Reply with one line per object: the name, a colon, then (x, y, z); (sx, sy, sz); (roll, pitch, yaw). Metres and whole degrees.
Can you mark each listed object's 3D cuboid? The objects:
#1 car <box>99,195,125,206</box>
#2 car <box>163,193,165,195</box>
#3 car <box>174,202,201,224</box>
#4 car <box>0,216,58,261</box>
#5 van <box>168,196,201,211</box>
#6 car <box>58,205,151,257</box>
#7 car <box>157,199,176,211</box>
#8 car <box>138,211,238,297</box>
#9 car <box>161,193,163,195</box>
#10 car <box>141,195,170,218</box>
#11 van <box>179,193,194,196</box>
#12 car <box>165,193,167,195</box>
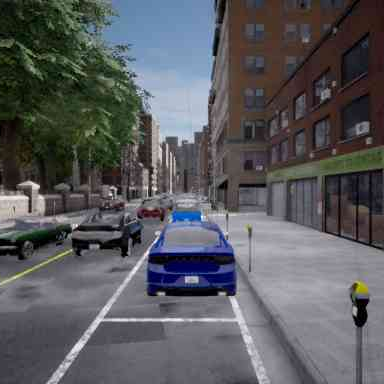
car: (-8.815, 1.291, 36.940); (2.192, 1.841, 5.009); (0, 0, 0)
car: (-8.815, 1.451, 86.079); (2.008, 1.369, 4.403); (0, 0, 0)
car: (-0.290, 1.533, 25.659); (1.887, 1.381, 4.507); (0, 0, 0)
car: (-6.251, 1.597, 12.412); (1.895, 1.301, 4.718); (0, 0, 0)
van: (-0.290, 1.333, 19.998); (1.690, 1.788, 3.998); (0, 0, 0)
car: (-3.047, 1.489, 12.835); (2.128, 1.511, 4.902); (0, 0, 0)
car: (-3.046, 1.536, 40.288); (1.994, 1.385, 4.181); (0, 0, 0)
car: (-0.005, 1.475, 8.650); (1.882, 1.535, 5.008); (0, 0, 0)
car: (-8.815, 1.433, 80.459); (1.752, 1.417, 4.829); (0, 0, 0)
car: (-3.149, 1.339, 27.308); (2.097, 1.767, 4.553); (0, 0, 0)
van: (-0.290, 1.317, 36.980); (1.690, 1.788, 3.998); (0, 0, 0)
car: (-8.815, 1.438, 91.530); (1.887, 1.381, 4.507); (0, 0, 0)
